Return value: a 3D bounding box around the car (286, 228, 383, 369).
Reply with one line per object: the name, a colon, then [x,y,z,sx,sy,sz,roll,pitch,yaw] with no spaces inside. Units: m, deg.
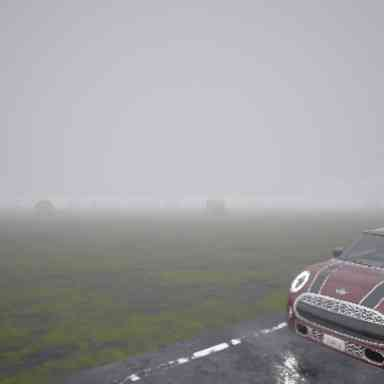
car: [3.713,1.444,5.810,4.553,1.767,2.097,1,-1,-36]
